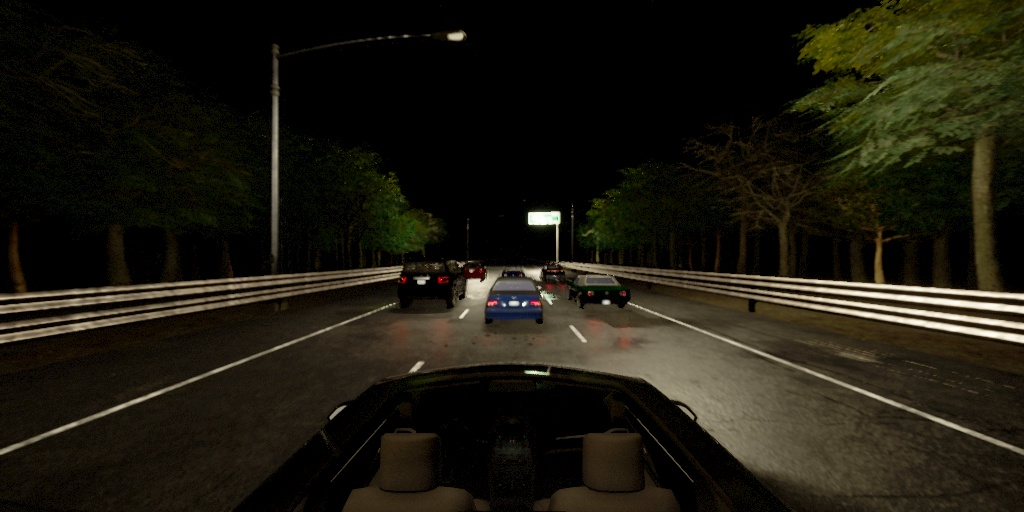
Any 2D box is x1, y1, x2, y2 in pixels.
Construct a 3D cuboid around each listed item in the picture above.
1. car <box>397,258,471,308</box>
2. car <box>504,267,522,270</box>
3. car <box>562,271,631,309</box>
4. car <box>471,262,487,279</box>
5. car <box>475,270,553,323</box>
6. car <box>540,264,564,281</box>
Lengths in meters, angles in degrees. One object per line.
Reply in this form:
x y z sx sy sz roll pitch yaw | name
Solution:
-3.405 1.103 16.189 2.150 2.045 5.566 0 -1 0 | car
0.098 1.576 30.818 1.895 1.301 4.718 0 0 0 | car
3.591 1.480 15.808 1.895 1.301 4.718 0 0 0 | car
-3.392 1.333 32.136 2.097 1.767 4.553 0 0 0 | car
0.074 1.400 12.591 2.033 1.411 5.357 0 0 0 | car
3.611 1.474 32.382 2.128 1.511 4.902 0 0 0 | car
